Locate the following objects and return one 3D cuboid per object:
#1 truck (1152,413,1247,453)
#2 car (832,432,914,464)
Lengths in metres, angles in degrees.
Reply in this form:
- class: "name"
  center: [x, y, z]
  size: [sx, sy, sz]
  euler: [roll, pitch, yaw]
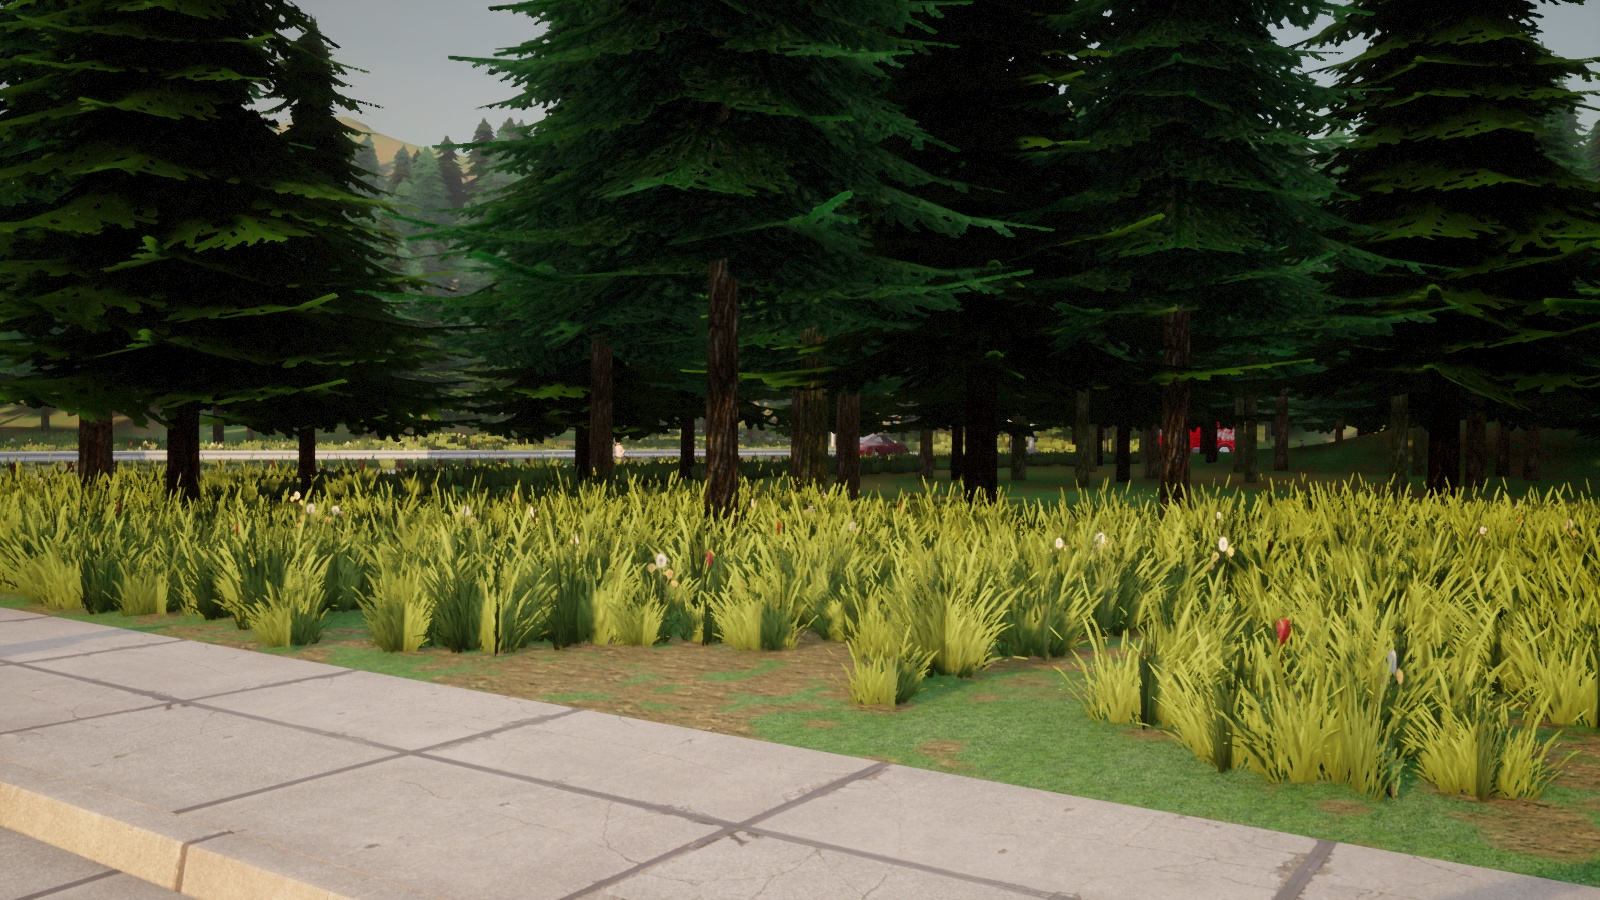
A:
- class: "truck"
  center: [25.597, -1.114, 80.606]
  size: [5.204, 2.467, 2.627]
  euler: [-1, 1, -3]
- class: "car"
  center: [3.571, -0.130, 60.669]
  size: [1.812, 1.442, 4.674]
  euler: [0, 1, 35]
